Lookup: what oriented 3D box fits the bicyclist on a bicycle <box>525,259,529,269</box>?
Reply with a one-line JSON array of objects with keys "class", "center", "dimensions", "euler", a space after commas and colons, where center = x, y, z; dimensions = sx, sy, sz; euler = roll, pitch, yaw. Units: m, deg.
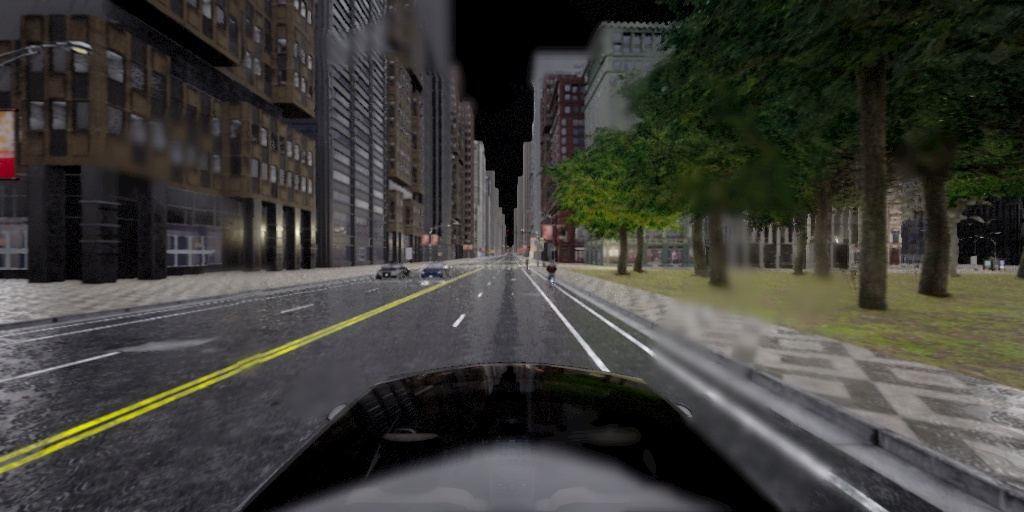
[{"class": "bicyclist on a bicycle", "center": [2.239, 1.207, 52.763], "dimensions": [0.582, 1.620, 1.656], "euler": [0, 0, 0]}]

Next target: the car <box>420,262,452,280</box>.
[{"class": "car", "center": [-6.602, 1.280, 31.821], "dimensions": [2.033, 1.411, 5.357], "euler": [0, 0, 0]}]

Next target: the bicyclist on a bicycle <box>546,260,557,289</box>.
[{"class": "bicyclist on a bicycle", "center": [2.247, 1.103, 20.531], "dimensions": [0.659, 1.776, 1.843], "euler": [0, 0, 0]}]

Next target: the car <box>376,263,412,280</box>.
[{"class": "car", "center": [-9.849, 1.296, 30.130], "dimensions": [1.994, 1.385, 4.181], "euler": [0, 0, 0]}]
